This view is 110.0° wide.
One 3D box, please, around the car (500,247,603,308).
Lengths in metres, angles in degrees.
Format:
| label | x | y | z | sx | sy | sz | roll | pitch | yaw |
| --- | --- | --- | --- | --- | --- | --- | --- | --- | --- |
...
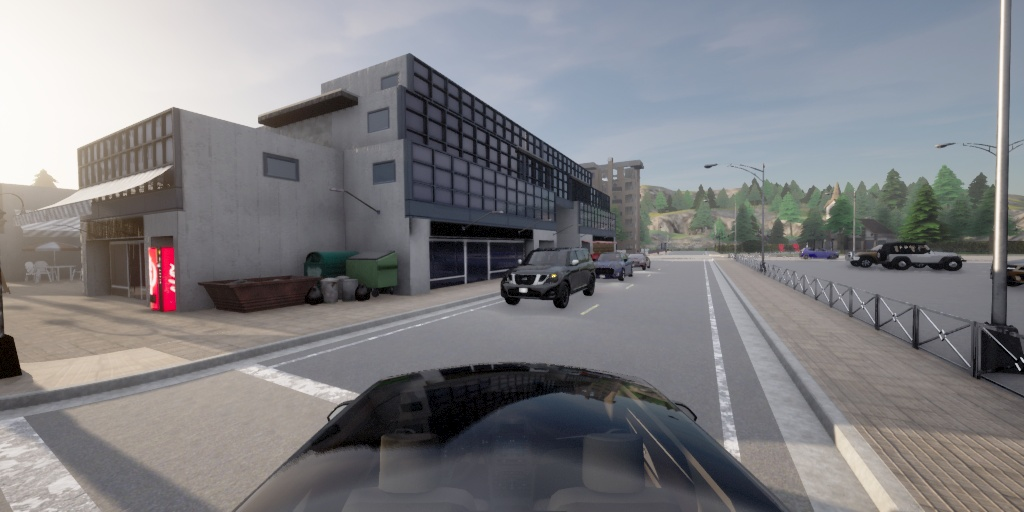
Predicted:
| label | x | y | z | sx | sy | sz | roll | pitch | yaw |
| --- | --- | --- | --- | --- | --- | --- | --- | --- | --- |
| car | 1.656 | 0.679 | 13.983 | 2.150 | 2.045 | 5.566 | 0 | 1 | 28 |

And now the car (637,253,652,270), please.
| label | x | y | z | sx | sy | sz | roll | pitch | yaw |
| --- | --- | --- | --- | --- | --- | --- | --- | --- | --- |
| car | 11.069 | 0.431 | 31.707 | 1.812 | 1.442 | 4.674 | 0 | 2 | 28 |

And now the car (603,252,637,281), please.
| label | x | y | z | sx | sy | sz | roll | pitch | yaw |
| --- | --- | --- | --- | --- | --- | --- | --- | --- | --- |
| car | 6.267 | 0.539 | 22.671 | 2.097 | 1.767 | 4.553 | 0 | 2 | 28 |
